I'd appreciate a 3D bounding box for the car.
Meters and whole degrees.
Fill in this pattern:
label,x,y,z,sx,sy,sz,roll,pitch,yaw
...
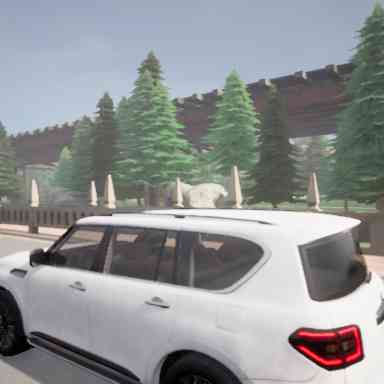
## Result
label,x,y,z,sx,sy,sz,roll,pitch,yaw
car,-0.551,1.238,4.401,5.566,2.045,2.150,0,0,36
